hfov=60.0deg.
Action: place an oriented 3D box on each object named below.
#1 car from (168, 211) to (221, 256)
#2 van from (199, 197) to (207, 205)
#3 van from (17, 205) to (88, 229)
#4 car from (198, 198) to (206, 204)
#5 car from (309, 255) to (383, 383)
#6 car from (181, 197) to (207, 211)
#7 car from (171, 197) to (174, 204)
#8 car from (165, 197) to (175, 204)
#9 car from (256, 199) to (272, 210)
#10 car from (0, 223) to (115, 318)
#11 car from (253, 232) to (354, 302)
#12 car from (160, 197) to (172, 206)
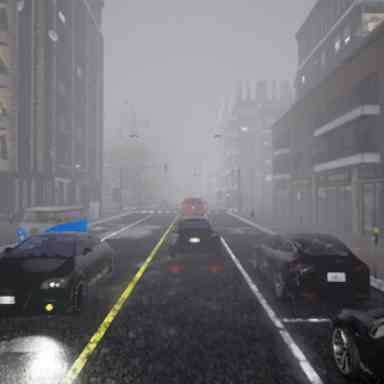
[{"bbox_3d":[0.097,1.692,13.748,1.994,1.385,4.181,0,-1,0],"label":"car"},{"bbox_3d":[2.678,2.152,80.256,1.690,1.788,3.998,0,-1,0],"label":"van"},{"bbox_3d":[-5.688,1.471,13.946,1.690,1.788,3.998,0,-1,0],"label":"van"},{"bbox_3d":[2.676,2.378,91.514,1.967,1.590,4.097,0,-1,0],"label":"car"},{"bbox_3d":[2.694,1.591,2.623,1.947,1.339,4.313,0,-1,0],"label":"car"},{"bbox_3d":[0.094,1.532,32.818,2.150,2.045,5.566,0,-1,0],"label":"car"},{"bbox_3d":[-5.702,2.334,80.083,1.752,1.417,4.829,0,-1,0],"label":"car"},{"bbox_3d":[-5.704,2.189,85.885,2.192,1.841,5.009,0,-1,0],"label":"car"},{"bbox_3d":[13.455,2.154,56.673,5.009,1.841,2.192,1,-2,-1],"label":"car"},{"bbox_3d":[-3.100,1.634,7.547,1.994,1.385,4.181,0,-1,0],"label":"car"},{"bbox_3d":[2.693,1.643,8.286,1.947,1.339,4.313,0,-1,0],"label":"car"},{"bbox_3d":[-5.701,2.253,68.992,1.947,1.339,4.313,0,-1,0],"label":"car"}]
